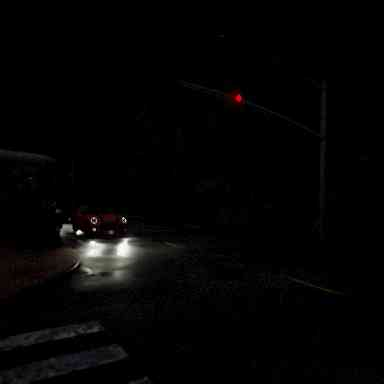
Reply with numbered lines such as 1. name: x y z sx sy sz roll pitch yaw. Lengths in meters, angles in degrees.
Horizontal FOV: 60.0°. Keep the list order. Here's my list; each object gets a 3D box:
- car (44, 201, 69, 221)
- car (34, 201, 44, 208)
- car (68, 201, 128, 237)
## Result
1. car: -10.465 1.514 27.356 2.097 1.767 4.553 2 -1 -31
2. car: -16.985 1.737 38.087 1.812 1.442 4.674 2 -1 -31
3. car: -5.240 1.474 18.764 2.097 1.767 4.553 2 -1 -31
